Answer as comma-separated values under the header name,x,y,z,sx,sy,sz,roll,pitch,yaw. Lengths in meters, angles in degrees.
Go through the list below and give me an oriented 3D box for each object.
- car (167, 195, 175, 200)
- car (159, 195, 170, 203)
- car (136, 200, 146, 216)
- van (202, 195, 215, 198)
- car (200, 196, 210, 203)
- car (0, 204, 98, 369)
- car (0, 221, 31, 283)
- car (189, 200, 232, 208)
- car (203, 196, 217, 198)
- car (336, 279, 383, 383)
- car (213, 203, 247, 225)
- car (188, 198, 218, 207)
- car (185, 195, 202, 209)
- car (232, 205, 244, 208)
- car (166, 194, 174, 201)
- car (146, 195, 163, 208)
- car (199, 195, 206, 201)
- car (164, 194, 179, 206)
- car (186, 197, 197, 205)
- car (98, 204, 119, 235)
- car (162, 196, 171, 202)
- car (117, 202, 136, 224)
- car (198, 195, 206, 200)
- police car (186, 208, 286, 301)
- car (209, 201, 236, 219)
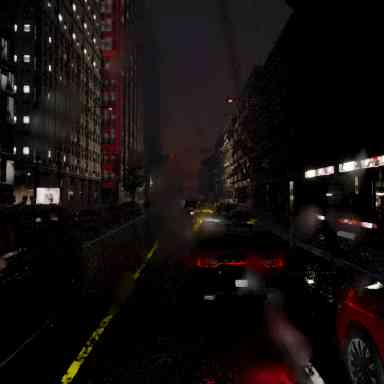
name,x,y,z,sx,sy,sz,roll,pitch,yaw
car,-5.704,1.503,92.385,1.947,1.339,4.313,1,0,0
car,-5.697,1.406,69.758,1.967,1.590,4.097,1,0,0
car,-5.689,1.561,30.160,1.947,1.339,4.313,1,0,0
van,2.690,1.326,47.099,1.690,1.788,3.998,1,0,0
car,2.681,1.547,69.725,1.802,1.307,4.206,1,0,0
car,-3.101,1.222,4.170,2.150,2.045,5.566,0,0,0
car,-5.683,1.546,7.533,1.887,1.381,4.507,1,0,0
car,0.894,1.455,18.602,1.801,1.575,5.366,0,0,0
car,2.688,1.554,41.442,1.947,1.339,4.313,1,0,0
car,2.702,1.316,1.845,2.192,1.841,5.009,1,0,0
car,2.693,1.564,24.471,1.947,1.339,4.313,1,0,0
car,0.809,1.454,24.600,1.801,1.575,5.366,0,0,0
car,-0.006,1.463,45.875,1.882,1.535,5.008,0,0,0
car,2.695,1.525,18.985,1.752,1.417,4.829,1,0,0
car,-5.701,1.385,86.729,1.967,1.590,4.097,1,0,0
car,-5.692,1.425,47.132,1.967,1.590,4.097,1,0,0
car,2.677,1.527,86.695,1.802,1.307,4.206,1,0,0
car,-3.014,1.506,53.019,1.812,1.442,4.674,0,0,0
car,-0.017,1.576,60.036,1.895,1.301,4.718,0,0,0
car,-5.687,1.582,18.846,1.802,1.307,4.206,1,0,0
car,-5.701,1.541,75.414,1.802,1.307,4.206,1,0,0
car,-5.687,1.543,24.503,1.887,1.381,4.507,1,0,0
car,2.676,1.488,92.352,2.008,1.369,4.403,1,0,0
police car,0.897,1.426,8.521,1.930,1.638,5.238,0,0,0
car,2.692,1.546,30.128,2.008,1.369,4.403,1,0,0
